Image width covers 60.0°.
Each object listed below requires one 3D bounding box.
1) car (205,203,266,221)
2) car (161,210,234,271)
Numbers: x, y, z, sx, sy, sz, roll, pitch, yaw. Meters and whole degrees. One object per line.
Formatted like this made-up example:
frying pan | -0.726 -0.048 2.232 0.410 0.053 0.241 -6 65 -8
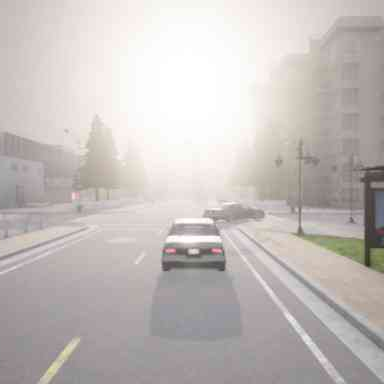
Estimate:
car | 3.304 1.520 25.337 5.357 1.411 2.033 0 0 -39
car | 0.060 1.537 10.826 2.033 1.411 5.357 0 0 0
